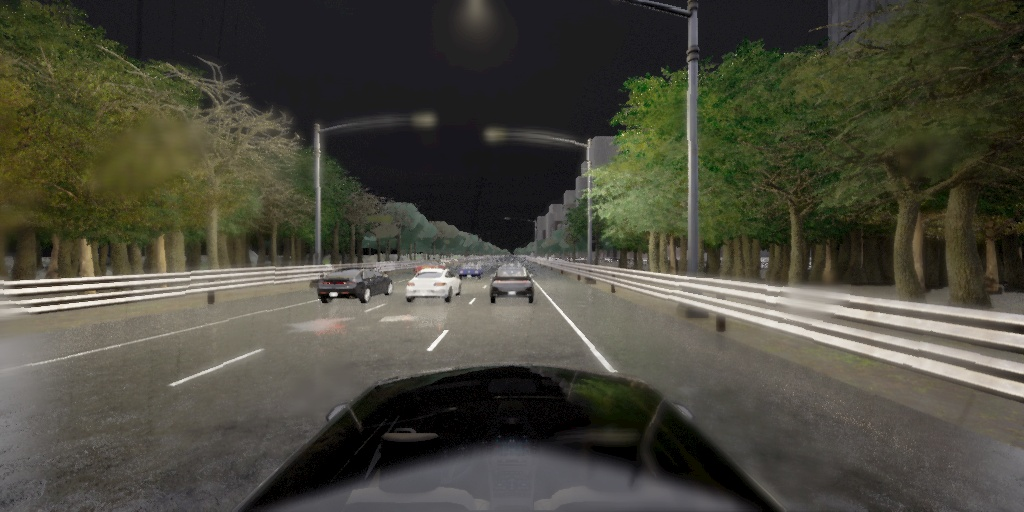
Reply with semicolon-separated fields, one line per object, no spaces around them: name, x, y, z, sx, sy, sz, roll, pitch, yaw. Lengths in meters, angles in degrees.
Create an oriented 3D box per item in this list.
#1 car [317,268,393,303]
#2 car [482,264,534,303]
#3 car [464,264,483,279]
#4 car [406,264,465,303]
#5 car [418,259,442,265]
car;-7.000;1.261;16.500;1.837;1.490;4.892;0;0;0
car;0.000;1.240;16.500;2.128;1.511;4.902;0;0;0
car;-3.500;1.347;31.530;1.895;1.301;4.718;0;0;0
car;-3.500;1.277;16.500;1.812;1.442;4.674;0;0;0
car;-7.000;1.097;31.470;2.097;1.767;4.553;0;0;0
